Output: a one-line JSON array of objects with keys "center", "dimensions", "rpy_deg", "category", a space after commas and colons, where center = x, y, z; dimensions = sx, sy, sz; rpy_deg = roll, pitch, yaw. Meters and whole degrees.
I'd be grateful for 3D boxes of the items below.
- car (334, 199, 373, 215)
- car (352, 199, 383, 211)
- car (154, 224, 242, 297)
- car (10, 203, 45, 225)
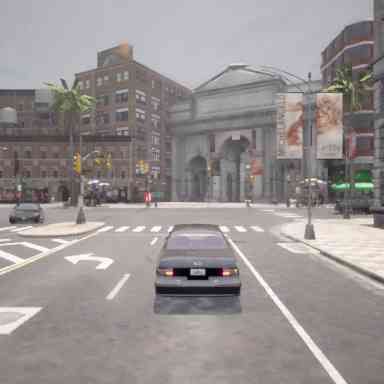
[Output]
[{"center": [17.101, 1.505, 33.842], "dimensions": [4.892, 1.490, 1.837], "rpy_deg": [0, 0, 1], "category": "car"}, {"center": [22.279, 1.564, 40.966], "dimensions": [4.181, 1.385, 1.994], "rpy_deg": [0, 0, 0], "category": "car"}, {"center": [0.111, 1.547, 8.741], "dimensions": [2.033, 1.411, 5.357], "rpy_deg": [0, 0, 0], "category": "car"}, {"center": [-12.056, 1.525, 24.663], "dimensions": [1.812, 1.442, 4.674], "rpy_deg": [1, 0, -18], "category": "car"}]
